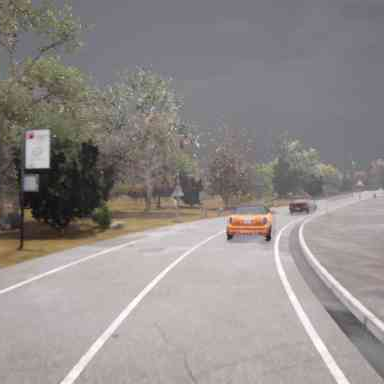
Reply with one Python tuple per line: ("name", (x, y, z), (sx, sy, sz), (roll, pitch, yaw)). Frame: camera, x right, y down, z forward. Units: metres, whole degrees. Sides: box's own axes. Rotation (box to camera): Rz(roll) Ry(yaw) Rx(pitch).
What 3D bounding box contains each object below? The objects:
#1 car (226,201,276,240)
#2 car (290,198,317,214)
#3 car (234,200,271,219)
("car", (3.187, 1.383, 17.350), (2.097, 1.767, 4.553), (-1, 0, 17))
("car", (11.676, 1.407, 34.704), (1.882, 1.535, 5.008), (-3, 0, 33))
("car", (5.913, 1.649, 31.945), (1.837, 1.490, 4.892), (-3, -1, 30))
